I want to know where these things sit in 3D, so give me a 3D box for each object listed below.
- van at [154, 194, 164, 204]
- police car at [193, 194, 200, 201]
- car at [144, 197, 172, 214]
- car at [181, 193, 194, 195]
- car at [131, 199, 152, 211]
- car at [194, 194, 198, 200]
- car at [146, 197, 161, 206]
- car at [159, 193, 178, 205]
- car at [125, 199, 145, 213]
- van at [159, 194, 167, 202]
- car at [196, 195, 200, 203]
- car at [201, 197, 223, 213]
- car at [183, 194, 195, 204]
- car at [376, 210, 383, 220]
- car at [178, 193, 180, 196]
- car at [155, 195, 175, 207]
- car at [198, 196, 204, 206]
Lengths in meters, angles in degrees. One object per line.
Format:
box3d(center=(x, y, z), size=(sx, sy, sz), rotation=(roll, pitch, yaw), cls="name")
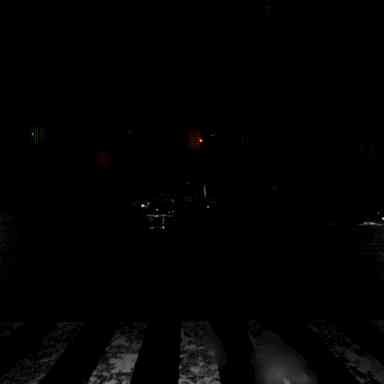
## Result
box3d(center=(-6.585, 1.357, 66.649), size=(1.690, 1.788, 3.998), rotation=(0, 0, -1), cls="van")
box3d(center=(1.203, 1.458, 90.558), size=(1.930, 1.638, 5.238), rotation=(0, 0, -1), cls="police car")
box3d(center=(-3.466, 1.567, 34.666), size=(1.994, 1.385, 4.181), rotation=(0, 0, -2), cls="car")
box3d(center=(-0.943, 1.545, 75.571), size=(2.128, 1.511, 4.902), rotation=(0, 0, -1), cls="car")
box3d(center=(-6.220, 1.555, 41.254), size=(2.008, 1.369, 4.403), rotation=(0, 0, -1), cls="car")
box3d(center=(2.000, 1.564, 62.584), size=(2.008, 1.369, 4.403), rotation=(0, 0, -1), cls="car")
box3d(center=(-6.429, 1.576, 55.824), size=(1.947, 1.339, 4.313), rotation=(0, 0, -1), cls="car")
box3d(center=(-3.709, 1.360, 52.629), size=(2.097, 1.767, 4.553), rotation=(0, 0, -1), cls="car")
box3d(center=(-6.148, 1.554, 36.262), size=(2.008, 1.369, 4.403), rotation=(0, 0, -1), cls="car")
box3d(center=(-6.741, 1.364, 77.475), size=(1.690, 1.788, 3.998), rotation=(0, 0, -1), cls="van")
box3d(center=(2.142, 1.559, 52.713), size=(2.008, 1.369, 4.403), rotation=(0, 0, -1), cls="car")
box3d(center=(2.376, 1.554, 36.381), size=(2.008, 1.369, 4.403), rotation=(0, 0, -1), cls="car")
box3d(center=(-0.706, 1.616, 65.643), size=(1.895, 1.301, 4.718), rotation=(0, 0, -1), cls="car")
box3d(center=(14.710, 1.247, 21.033), size=(5.357, 1.411, 2.033), rotation=(-1, 0, -1), cls="car")
box3d(center=(-3.820, 1.505, 62.408), size=(2.128, 1.511, 4.902), rotation=(0, 0, 0), cls="car")
box3d(center=(-3.583, 1.483, 43.479), size=(1.882, 1.535, 5.008), rotation=(0, 0, -1), cls="car")
box3d(center=(2.220, 1.551, 47.269), size=(1.887, 1.381, 4.507), rotation=(0, 0, -1), cls="car")
